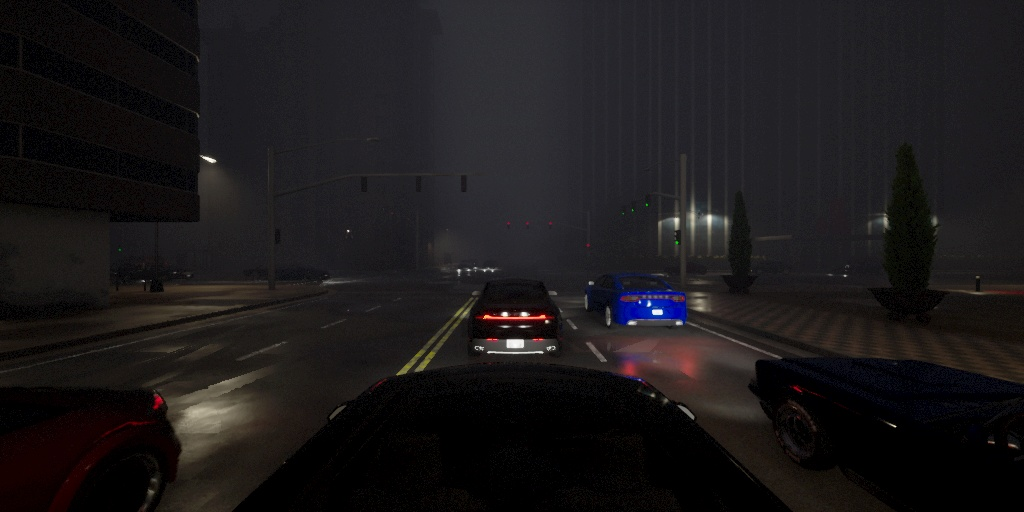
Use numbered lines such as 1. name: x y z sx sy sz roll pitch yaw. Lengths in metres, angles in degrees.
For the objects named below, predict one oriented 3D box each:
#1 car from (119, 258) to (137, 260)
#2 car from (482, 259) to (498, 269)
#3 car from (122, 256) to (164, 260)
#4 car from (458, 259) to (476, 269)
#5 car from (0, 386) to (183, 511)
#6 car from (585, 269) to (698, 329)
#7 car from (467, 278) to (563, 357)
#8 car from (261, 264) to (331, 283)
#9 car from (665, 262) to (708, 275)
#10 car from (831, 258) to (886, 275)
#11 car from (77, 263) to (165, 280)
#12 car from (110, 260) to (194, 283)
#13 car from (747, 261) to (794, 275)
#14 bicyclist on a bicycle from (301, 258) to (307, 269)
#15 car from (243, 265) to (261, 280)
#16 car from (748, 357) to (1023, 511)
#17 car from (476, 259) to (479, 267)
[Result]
1. car: -39.829 1.228 34.504 5.008 1.535 1.882 0 0 -1
2. car: -3.600 1.314 57.160 1.994 1.385 4.181 0 0 0
3. car: -39.944 0.971 38.002 5.566 2.045 2.150 0 0 -1
4. car: -7.100 1.275 55.289 1.812 1.442 4.674 0 0 0
5. car: -3.599 1.314 1.059 1.994 1.385 4.181 0 0 0
6. car: 3.573 1.228 11.244 1.882 1.535 5.008 0 0 0
7. car: 0.060 1.255 8.555 1.837 1.490 4.892 0 0 0
8. car: -16.297 1.315 27.546 4.181 1.385 1.994 0 0 -1
9. car: 18.700 1.314 38.606 4.181 1.385 1.994 0 0 -1
10. car: 37.385 1.102 38.787 4.553 1.767 2.097 0 0 0
11. car: -33.563 1.297 30.886 5.357 1.411 2.033 0 0 0
12. car: -27.220 1.242 27.440 4.902 1.511 2.128 0 0 -1
13. car: 27.552 1.255 38.697 4.892 1.490 1.837 0 0 -1
14. bicyclist on a bicycle: -26.427 1.051 45.427 0.582 1.620 1.656 0 0 -1
15. car: -20.293 1.351 31.007 4.718 1.301 1.895 0 0 -1
16. car: 3.601 1.351 1.899 1.895 1.301 4.718 0 0 0
17. car: -7.072 1.254 64.545 1.837 1.490 4.892 0 0 0
